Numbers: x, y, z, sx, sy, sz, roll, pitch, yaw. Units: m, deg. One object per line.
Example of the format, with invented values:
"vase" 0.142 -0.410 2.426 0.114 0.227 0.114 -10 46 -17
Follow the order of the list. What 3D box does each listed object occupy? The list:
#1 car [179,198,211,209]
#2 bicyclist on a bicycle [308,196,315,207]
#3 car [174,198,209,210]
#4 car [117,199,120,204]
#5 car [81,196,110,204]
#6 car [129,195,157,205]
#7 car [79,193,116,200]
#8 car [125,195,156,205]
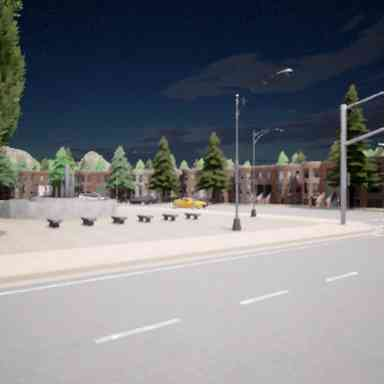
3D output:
"car" 0.432 1.598 48.172 4.181 1.385 1.994 0 0 38
"bicyclist on a bicycle" 16.977 1.354 47.103 1.656 1.620 0.582 0 0 -37
"car" -0.233 1.508 44.239 5.008 1.535 1.882 0 0 40
"car" -14.416 1.355 56.267 4.674 1.442 1.812 0 0 16
"car" -18.698 1.518 64.389 4.902 1.511 2.128 0 0 7
"car" -9.087 1.387 61.672 4.553 1.767 2.097 0 0 21
"car" -15.370 1.238 52.899 5.566 2.045 2.150 0 0 16
"car" -9.338 1.535 58.052 4.892 1.490 1.837 0 0 22
